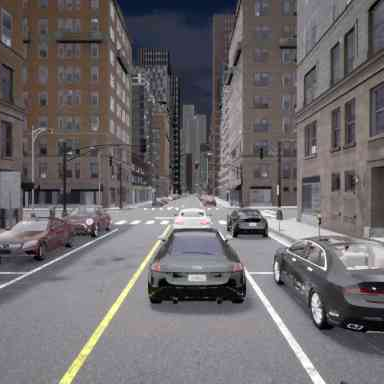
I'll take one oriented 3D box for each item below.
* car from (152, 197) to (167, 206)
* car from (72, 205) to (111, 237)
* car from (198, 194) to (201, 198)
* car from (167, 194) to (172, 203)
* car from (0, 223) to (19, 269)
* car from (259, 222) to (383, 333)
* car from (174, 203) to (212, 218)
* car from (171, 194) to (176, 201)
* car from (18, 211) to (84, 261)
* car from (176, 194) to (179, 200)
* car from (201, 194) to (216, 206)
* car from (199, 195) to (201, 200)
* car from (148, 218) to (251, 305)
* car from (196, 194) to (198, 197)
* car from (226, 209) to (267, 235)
[{"bbox_3d":[-5.594,1.618,54.831,1.802,1.307,4.206,0,0,0],"label":"car"},{"bbox_3d":[-5.657,1.441,17.728,1.967,1.590,4.097,0,0,0],"label":"car"},{"bbox_3d":[2.986,1.524,76.447,1.967,1.590,4.097,0,0,0],"label":"car"},{"bbox_3d":[-5.566,1.606,65.648,2.008,1.369,4.403,0,0,0],"label":"car"},{"bbox_3d":[-5.665,1.566,6.725,1.947,1.339,4.313,0,0,0],"label":"car"},{"bbox_3d":[2.860,1.551,6.719,2.008,1.369,4.403,0,0,0],"label":"car"},{"bbox_3d":[0.047,1.526,16.943,1.812,1.442,4.674,0,0,1],"label":"car"},{"bbox_3d":[-5.525,1.626,81.703,1.752,1.417,4.829,0,0,0],"label":"car"},{"bbox_3d":[-5.661,1.582,12.227,1.802,1.307,4.206,0,0,0],"label":"car"},{"bbox_3d":[-5.498,1.457,92.691,2.192,1.841,5.009,0,0,0],"label":"car"},{"bbox_3d":[2.930,1.476,54.812,1.967,1.590,4.097,0,0,0],"label":"car"},{"bbox_3d":[2.959,1.607,65.629,2.008,1.369,4.403,0,0,0],"label":"car"},{"bbox_3d":[0.088,1.564,8.184,1.994,1.385,4.181,0,0,0],"label":"car"},{"bbox_3d":[3.026,1.457,92.675,2.192,1.841,5.009,0,0,0],"label":"car"},{"bbox_3d":[2.869,1.567,17.721,1.947,1.339,4.313,0,0,0],"label":"car"}]
